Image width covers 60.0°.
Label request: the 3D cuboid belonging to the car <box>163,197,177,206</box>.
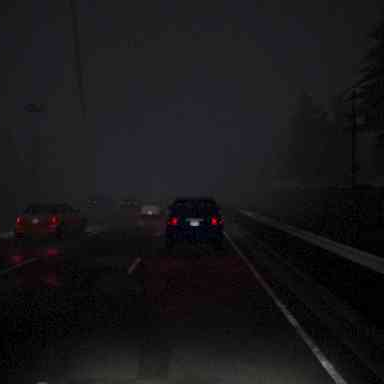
[{"bbox_3d":[-3.412,1.502,51.817,1.895,1.301,4.718,0,0,0],"label":"car"}]

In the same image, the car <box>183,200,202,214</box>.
[{"bbox_3d":[0.090,1.533,35.735,1.895,1.301,4.718,0,0,0],"label":"car"}]

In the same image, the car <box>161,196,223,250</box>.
[{"bbox_3d":[0.097,1.196,14.369,2.150,2.045,5.566,0,0,0],"label":"car"}]

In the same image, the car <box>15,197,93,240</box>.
[{"bbox_3d":[-6.901,1.319,16.810,2.097,1.767,4.553,0,0,0],"label":"car"}]

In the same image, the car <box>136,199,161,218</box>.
[{"bbox_3d":[-3.422,1.469,29.452,1.812,1.442,4.674,0,0,0],"label":"car"}]

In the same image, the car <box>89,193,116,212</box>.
[{"bbox_3d":[-10.408,1.149,38.400,2.150,2.045,5.566,0,0,0],"label":"car"}]

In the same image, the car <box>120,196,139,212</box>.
[{"bbox_3d":[-6.911,1.277,38.521,2.097,1.767,4.553,0,0,0],"label":"car"}]
